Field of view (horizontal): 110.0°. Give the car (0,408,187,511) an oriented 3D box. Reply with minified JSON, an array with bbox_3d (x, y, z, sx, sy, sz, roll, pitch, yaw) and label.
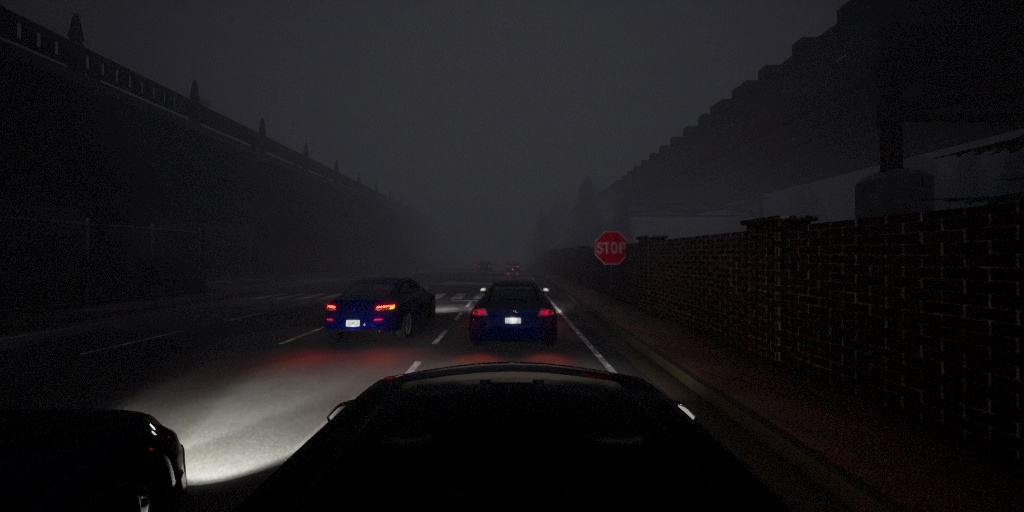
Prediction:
[{"bbox_3d":[-3.399,1.314,0.897,1.994,1.385,4.181,0,0,0],"label":"car"}]

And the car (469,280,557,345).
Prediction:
[{"bbox_3d":[0.062,1.314,9.473,1.994,1.385,4.181,0,0,1],"label":"car"}]

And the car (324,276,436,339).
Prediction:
[{"bbox_3d":[-3.420,1.276,9.993,1.812,1.442,4.674,0,0,0],"label":"car"}]

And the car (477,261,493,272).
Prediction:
[{"bbox_3d":[-3.430,1.297,46.038,2.033,1.411,5.357,0,0,-1],"label":"car"}]

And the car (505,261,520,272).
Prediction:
[{"bbox_3d":[0.064,1.351,46.240,1.895,1.301,4.718,0,0,-1],"label":"car"}]
